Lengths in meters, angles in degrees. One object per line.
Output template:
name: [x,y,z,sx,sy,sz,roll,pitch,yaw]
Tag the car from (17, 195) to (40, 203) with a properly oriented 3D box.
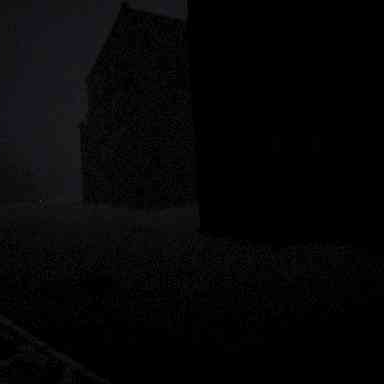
car: [-28.228,1.156,57.680,1.895,1.301,4.718,-5,3,4]
